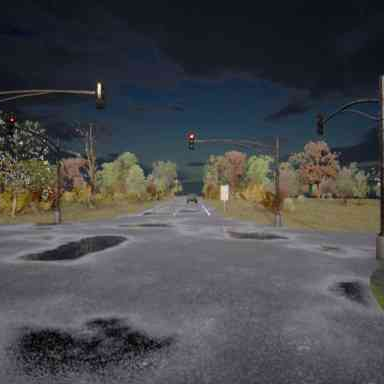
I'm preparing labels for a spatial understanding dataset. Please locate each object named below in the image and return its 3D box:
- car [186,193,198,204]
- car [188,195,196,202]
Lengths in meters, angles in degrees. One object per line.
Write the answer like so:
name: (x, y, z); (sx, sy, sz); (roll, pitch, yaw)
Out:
car: (-0.002, 1.293, 67.629); (2.150, 2.045, 5.566); (0, 0, 0)
car: (-0.003, 1.465, 78.020); (2.033, 1.411, 5.357); (0, 0, 0)
